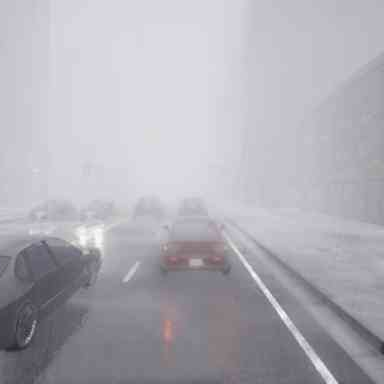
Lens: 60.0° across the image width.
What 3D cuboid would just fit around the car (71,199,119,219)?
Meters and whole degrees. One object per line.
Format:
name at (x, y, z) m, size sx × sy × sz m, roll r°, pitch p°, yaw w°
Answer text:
car at (-6.603, 1.274, 23.956) m, size 2.128 × 1.511 × 4.902 m, roll 0°, pitch 1°, yaw 0°

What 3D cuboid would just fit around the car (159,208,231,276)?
car at (0.080, 1.436, 9.961) m, size 1.812 × 1.442 × 4.674 m, roll 0°, pitch 1°, yaw 0°

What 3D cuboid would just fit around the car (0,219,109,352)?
car at (-3.185, 1.494, 6.014) m, size 2.033 × 1.411 × 5.357 m, roll 0°, pitch 1°, yaw 0°

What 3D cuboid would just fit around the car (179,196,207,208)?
car at (0.082, 1.118, 25.750) m, size 2.097 × 1.767 × 4.553 m, roll 0°, pitch 1°, yaw 0°

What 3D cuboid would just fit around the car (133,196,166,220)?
car at (-3.168, 1.118, 25.746) m, size 2.097 × 1.767 × 4.553 m, roll 0°, pitch 1°, yaw 0°

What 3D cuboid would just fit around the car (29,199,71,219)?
car at (-9.853, 1.275, 23.910) m, size 2.128 × 1.511 × 4.902 m, roll 0°, pitch 1°, yaw 0°
